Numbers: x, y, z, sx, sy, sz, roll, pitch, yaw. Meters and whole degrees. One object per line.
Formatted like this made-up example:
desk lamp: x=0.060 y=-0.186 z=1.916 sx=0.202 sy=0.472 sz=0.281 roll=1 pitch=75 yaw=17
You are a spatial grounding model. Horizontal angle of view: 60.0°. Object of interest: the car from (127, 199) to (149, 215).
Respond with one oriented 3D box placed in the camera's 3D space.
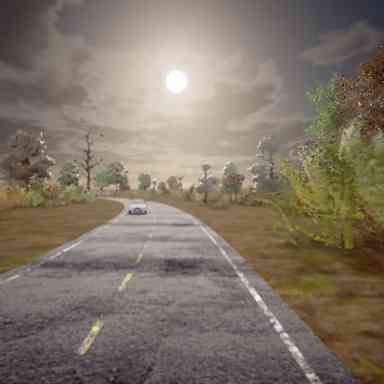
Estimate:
car: x=-5.561 y=1.500 z=34.419 sx=1.812 sy=1.442 sz=4.674 roll=0 pitch=0 yaw=-8
